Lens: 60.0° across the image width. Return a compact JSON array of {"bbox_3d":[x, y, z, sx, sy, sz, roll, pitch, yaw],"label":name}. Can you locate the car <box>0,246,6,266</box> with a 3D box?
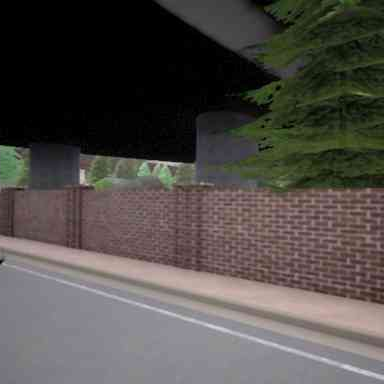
[{"bbox_3d":[-7.427,1.683,9.775,4.718,1.301,1.895,0,-1,39],"label":"car"}]
